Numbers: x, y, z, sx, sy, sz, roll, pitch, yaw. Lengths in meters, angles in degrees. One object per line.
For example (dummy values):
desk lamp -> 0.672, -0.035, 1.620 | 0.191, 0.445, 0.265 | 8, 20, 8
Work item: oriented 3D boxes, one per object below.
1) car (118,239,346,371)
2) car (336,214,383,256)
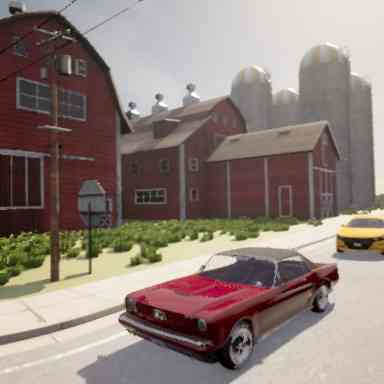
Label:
car -> 1.029, 1.781, 6.205 | 1.895, 1.301, 4.718 | -3, -2, 42
car -> 7.824, 1.762, 14.624 | 1.882, 1.535, 5.008 | -3, -2, 38
